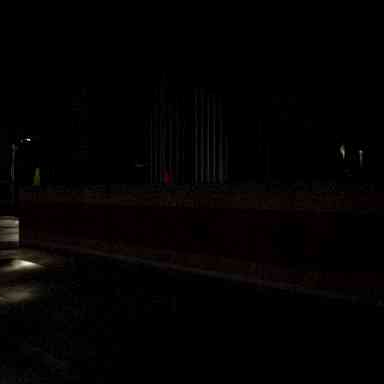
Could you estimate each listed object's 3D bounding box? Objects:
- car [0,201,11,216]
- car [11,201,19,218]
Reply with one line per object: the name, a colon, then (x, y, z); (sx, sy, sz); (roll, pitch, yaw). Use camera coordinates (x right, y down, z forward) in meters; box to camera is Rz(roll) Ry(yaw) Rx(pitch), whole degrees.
car: (-16.423, 1.547, 29.102); (2.128, 1.511, 4.902); (0, 0, 37)
car: (-12.265, 1.603, 28.823); (2.033, 1.411, 5.357); (0, 0, 37)
